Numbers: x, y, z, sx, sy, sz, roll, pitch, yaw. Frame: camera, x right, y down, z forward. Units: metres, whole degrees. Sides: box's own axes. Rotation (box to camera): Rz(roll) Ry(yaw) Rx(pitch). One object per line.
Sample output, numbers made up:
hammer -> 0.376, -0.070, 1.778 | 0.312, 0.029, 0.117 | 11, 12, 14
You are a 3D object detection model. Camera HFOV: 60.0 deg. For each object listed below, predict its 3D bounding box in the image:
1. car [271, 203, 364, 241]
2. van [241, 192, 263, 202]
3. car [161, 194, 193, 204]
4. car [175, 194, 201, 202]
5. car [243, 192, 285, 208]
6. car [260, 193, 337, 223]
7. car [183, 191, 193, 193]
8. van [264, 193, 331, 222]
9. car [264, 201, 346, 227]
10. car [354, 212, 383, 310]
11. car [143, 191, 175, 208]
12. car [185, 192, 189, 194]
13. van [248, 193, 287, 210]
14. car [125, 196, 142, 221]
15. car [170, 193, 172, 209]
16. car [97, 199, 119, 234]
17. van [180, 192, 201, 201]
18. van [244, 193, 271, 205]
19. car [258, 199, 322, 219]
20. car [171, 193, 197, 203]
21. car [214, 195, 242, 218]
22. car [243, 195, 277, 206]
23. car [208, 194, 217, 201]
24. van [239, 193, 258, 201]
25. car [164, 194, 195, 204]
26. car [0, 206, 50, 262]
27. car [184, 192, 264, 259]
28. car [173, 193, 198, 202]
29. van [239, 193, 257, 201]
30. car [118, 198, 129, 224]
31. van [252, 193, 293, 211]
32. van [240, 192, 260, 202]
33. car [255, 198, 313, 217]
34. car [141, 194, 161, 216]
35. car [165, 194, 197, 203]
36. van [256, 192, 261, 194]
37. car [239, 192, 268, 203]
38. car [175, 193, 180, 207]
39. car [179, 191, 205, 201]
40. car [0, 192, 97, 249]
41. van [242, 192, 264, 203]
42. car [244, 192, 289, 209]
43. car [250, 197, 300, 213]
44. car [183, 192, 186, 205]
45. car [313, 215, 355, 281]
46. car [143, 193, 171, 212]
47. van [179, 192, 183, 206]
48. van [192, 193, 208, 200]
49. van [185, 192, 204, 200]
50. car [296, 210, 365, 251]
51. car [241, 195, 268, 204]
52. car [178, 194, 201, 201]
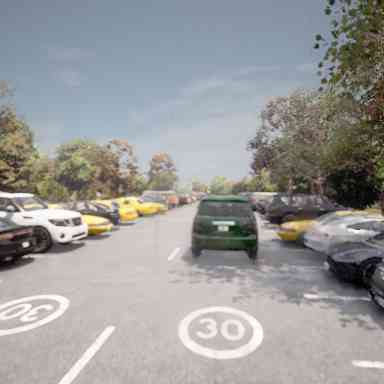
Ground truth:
car -> 6.268, 1.445, 13.775 | 5.366, 1.575, 1.946 | 1, 1, 6
van -> 12.857, 1.127, 71.565 | 4.442, 1.987, 1.878 | 1, 0, 6
car -> -2.342, 1.144, 53.814 | 4.892, 1.521, 2.231 | 1, 0, 6
car -> -0.854, 1.150, 67.615 | 5.008, 1.535, 2.097 | 1, 0, 6
car -> 10.020, 1.085, 46.794 | 5.566, 2.045, 2.435 | 1, 0, 6
car -> 7.083, 1.155, 19.257 | 5.566, 2.045, 2.435 | 1, 1, 6
car -> -2.832, 1.135, 51.075 | 5.366, 1.575, 1.946 | 1, 0, 6
van -> 7.783, 1.138, 24.878 | 4.442, 1.987, 1.878 | 1, 0, 6
car -> 7.322, 1.413, 22.019 | 4.792, 1.488, 2.163 | 1, 1, 6
car -> 5.599, 1.392, 5.613 | 4.553, 1.767, 2.185 | 1, 1, 6
car -> -4.414, 1.009, 34.494 | 4.553, 1.767, 2.185 | 1, 0, 6
car -> -3.277, 1.167, 45.538 | 4.792, 1.488, 2.163 | 1, 0, 6
van -> 9.333, 1.106, 41.296 | 4.442, 1.987, 1.878 | 1, 0, 6
car -> -6.132, 1.202, 20.726 | 5.366, 1.575, 1.946 | 1, 1, 6
car -> -4.754, 1.139, 31.735 | 4.892, 1.521, 2.231 | 1, 0, 6
car -> -6.363, 1.253, 15.167 | 5.366, 1.575, 1.946 | 1, 1, 6
van -> -0.361, 0.926, 73.147 | 4.442, 1.987, 1.878 | 1, 0, 6
van -> 11.374, 1.119, 57.920 | 4.442, 1.987, 1.878 | 1, 0, 6
car -> 7.991, 1.376, 27.644 | 4.792, 1.488, 2.163 | 1, 0, 6
car -> -1.478, 1.021, 62.098 | 4.553, 1.767, 2.185 | 1, 0, 6
car -> 3.079, 1.141, 28.421 | 2.097, 1.767, 4.553 | 1, 0, 6
car -> 10.637, 1.340, 52.301 | 5.008, 1.535, 2.097 | 1, 0, 6
car -> 4.883, 1.227, 78.339 | 1.882, 1.535, 5.008 | 1, -1, 6
van -> 13.520, 1.200, 79.836 | 4.442, 1.987, 1.878 | 1, -1, 6
car -> -2.055, 1.145, 56.575 | 4.892, 1.521, 2.231 | 1, 0, 6
car -> -7.143, 1.298, 9.667 | 5.008, 1.535, 2.097 | 1, 1, 6
car -> 1.269, 1.134, 12.512 | 2.150, 2.045, 5.566 | 1, 1, 7
car -> -1.178, 1.023, 64.858 | 4.553, 1.767, 2.185 | 1, 0, 6
van -> 14.349, 1.296, 85.317 | 4.442, 1.987, 1.878 | 1, -1, 6
car -> -6.241, 1.232, 17.946 | 4.892, 1.521, 2.231 | 1, 1, 6
van -> 9.265, 1.108, 38.517 | 4.442, 1.987, 1.878 | 1, 0, 6
van -> 12.939, 1.125, 74.477 | 4.442, 1.987, 1.878 | 1, 0, 6
car -> 8.277, 1.366, 30.268 | 4.792, 1.488, 2.163 | 1, 0, 6
car -> -5.518, 1.159, 26.366 | 5.366, 1.575, 1.946 | 1, 1, 6
car -> -1.933, 1.140, 59.355 | 5.366, 1.575, 1.946 | 1, 0, 6
van -> 8.442, 1.104, 33.018 | 4.442, 1.987, 1.878 | 1, 0, 6
car -> 12.128, 1.096, 66.197 | 5.566, 2.045, 2.435 | 1, 0, 6
car -> -4.119, 1.163, 37.252 | 4.792, 1.488, 2.163 | 1, 0, 6
car -> 0.083, 0.905, 75.891 | 5.566, 2.045, 2.435 | 1, 0, 6
car -> -6.816, 1.025, 12.421 | 5.566, 2.045, 2.435 | 1, 1, 6
van -> 12.571, 1.125, 68.936 | 4.442, 1.987, 1.878 | 1, 0, 6
car -> 9.720, 1.083, 44.040 | 5.566, 2.045, 2.435 | 1, 0, 6
car -> 8.852, 1.330, 35.776 | 5.008, 1.535, 2.097 | 1, 0, 6
car -> -3.577, 1.165, 42.778 | 4.792, 1.488, 2.163 | 1, 0, 6
car -> 5.823, 1.525, 8.251 | 4.792, 1.488, 2.163 | 1, 1, 6
car -> -4.862, 1.149, 28.963 | 5.366, 1.575, 1.946 | 1, 0, 6
van -> -3.728, 0.910, 40.002 | 4.442, 1.987, 1.878 | 1, 0, 6
van -> 2.263, 1.240, 95.183 | 4.442, 1.987, 1.878 | 1, -1, 6
van -> 0.535, 1.005, 81.410 | 4.442, 1.987, 1.878 | 1, -1, 6
car -> 6.149, 1.513, 11.002 | 4.674, 1.452, 2.002 | 1, 1, 6
car -> 11.834, 1.346, 63.317 | 5.008, 1.535, 2.097 | 1, 0, 6
car -> -0.547, 1.192, 70.374 | 4.674, 1.452, 2.002 | 1, 0, 6
